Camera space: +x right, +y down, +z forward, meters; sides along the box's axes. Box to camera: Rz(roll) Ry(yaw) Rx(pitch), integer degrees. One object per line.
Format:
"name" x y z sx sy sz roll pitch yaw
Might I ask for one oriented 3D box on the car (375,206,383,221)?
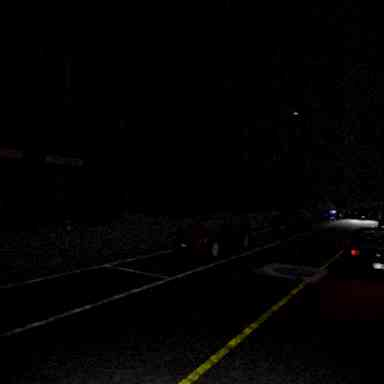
"car" 15.438 2.115 25.463 1.882 1.535 5.008 1 -1 32

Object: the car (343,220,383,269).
"car" 6.518 1.873 11.365 1.895 1.301 4.718 1 0 32

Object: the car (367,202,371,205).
"car" 31.048 2.800 61.112 1.967 1.590 4.097 1 -1 32

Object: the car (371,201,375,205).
"car" 37.073 3.047 70.637 1.967 1.590 4.097 1 -1 32

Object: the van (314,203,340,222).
"van" 12.976 1.958 32.537 1.690 1.788 3.998 1 -1 32

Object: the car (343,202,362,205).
"car" 22.014 2.303 46.824 2.192 1.841 5.009 1 -1 32

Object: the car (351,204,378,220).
"car" 20.333 2.482 39.034 1.895 1.301 4.718 1 -1 33

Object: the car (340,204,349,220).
"car" 15.983 2.307 37.297 1.947 1.339 4.313 1 -1 32

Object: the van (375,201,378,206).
"van" 43.101 3.196 80.163 1.690 1.788 3.998 1 -1 32

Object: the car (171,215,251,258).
"car" 0.921 1.669 13.484 1.887 1.381 4.507 1 -1 32

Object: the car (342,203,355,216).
"car" 18.995 2.430 42.060 1.947 1.339 4.313 1 -1 32

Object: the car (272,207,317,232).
"car" 6.946 1.936 23.009 1.947 1.339 4.313 1 -1 32
